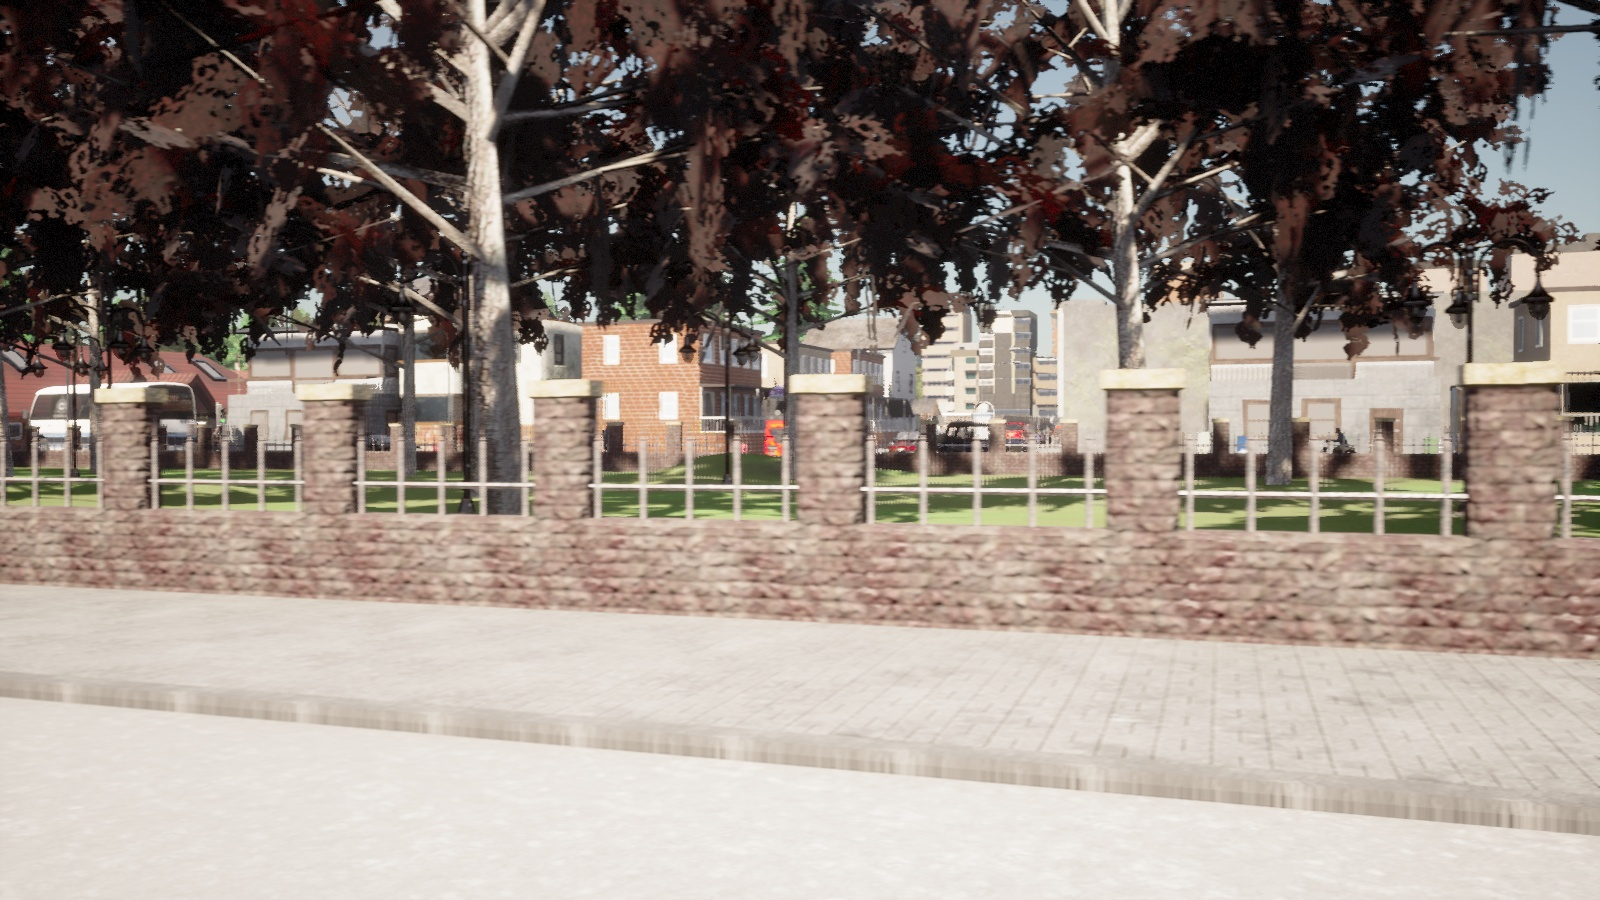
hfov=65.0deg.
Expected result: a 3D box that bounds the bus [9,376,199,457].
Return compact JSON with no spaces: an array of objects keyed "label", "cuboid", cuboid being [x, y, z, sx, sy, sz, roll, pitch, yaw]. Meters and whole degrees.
[{"label":"bus","cuboid":[-38.553,-1.808,69.482,10.273,4.253,3.944,1,1,25]}]

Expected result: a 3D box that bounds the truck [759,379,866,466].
[{"label":"truck","cuboid":[0.743,-1.287,59.424,2.891,3.827,8.468,1,1,16]}]

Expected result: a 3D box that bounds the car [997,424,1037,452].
[{"label":"car","cuboid":[16.555,-0.923,95.584,2.150,2.045,5.566,1,1,19]}]

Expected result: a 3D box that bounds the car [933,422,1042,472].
[{"label":"car","cuboid":[7.336,-0.136,49.078,3.866,1.878,1.905,1,1,23]}]

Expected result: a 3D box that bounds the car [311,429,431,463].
[{"label":"car","cuboid":[-19.828,-0.223,58.133,4.902,1.511,2.128,0,1,16]}]

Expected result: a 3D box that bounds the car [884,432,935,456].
[{"label":"car","cuboid":[7.026,-0.427,79.938,2.163,1.488,4.792,1,1,19]}]
